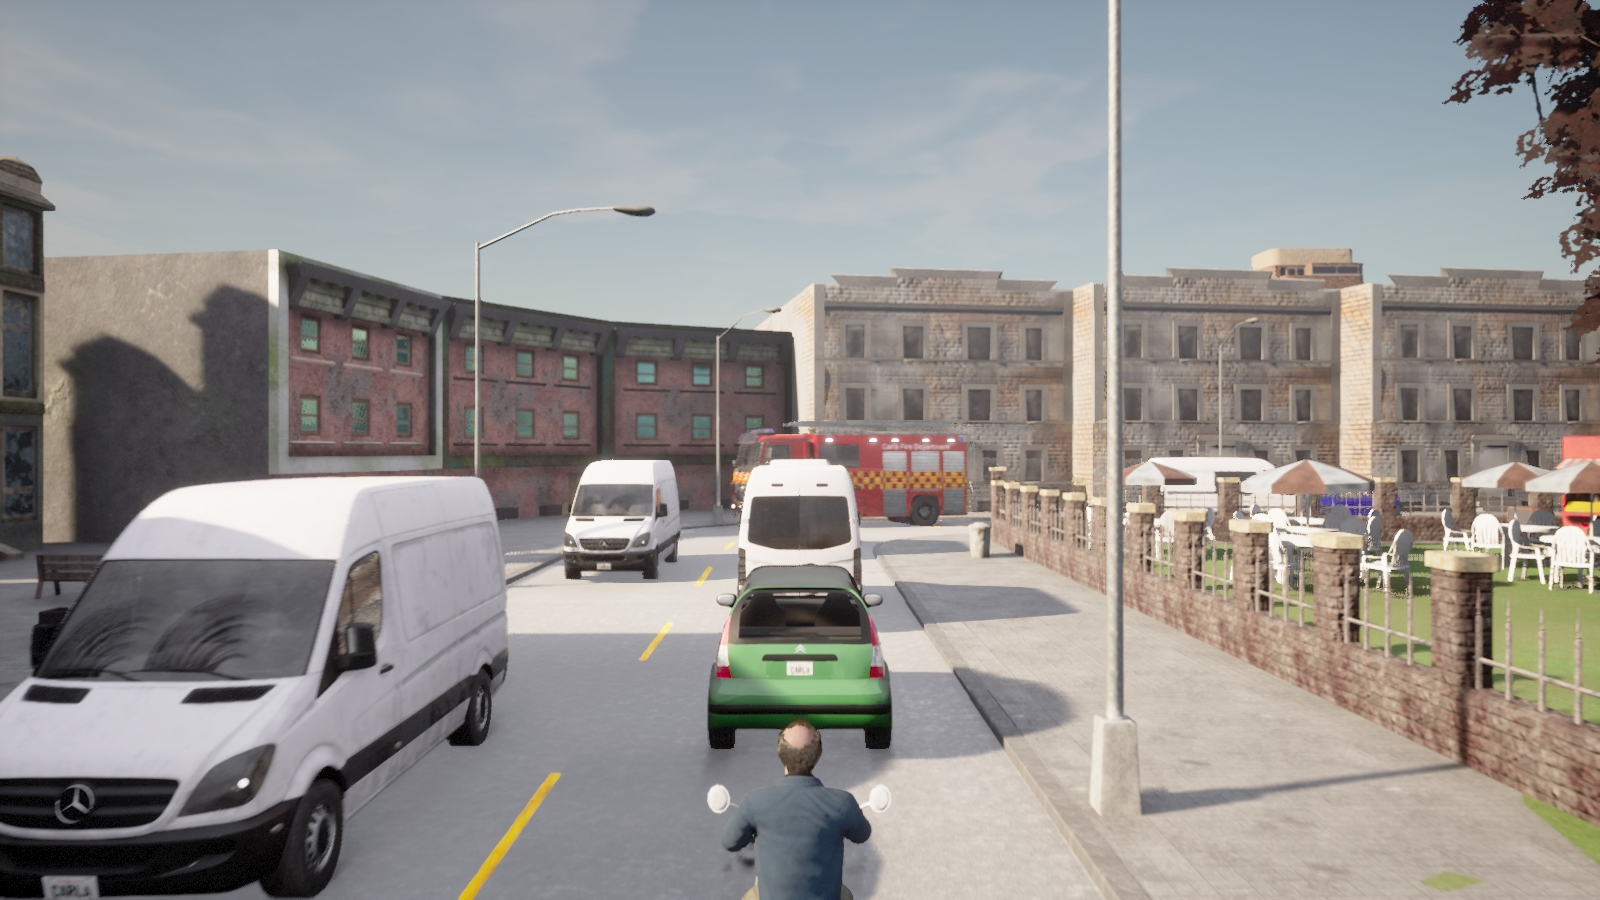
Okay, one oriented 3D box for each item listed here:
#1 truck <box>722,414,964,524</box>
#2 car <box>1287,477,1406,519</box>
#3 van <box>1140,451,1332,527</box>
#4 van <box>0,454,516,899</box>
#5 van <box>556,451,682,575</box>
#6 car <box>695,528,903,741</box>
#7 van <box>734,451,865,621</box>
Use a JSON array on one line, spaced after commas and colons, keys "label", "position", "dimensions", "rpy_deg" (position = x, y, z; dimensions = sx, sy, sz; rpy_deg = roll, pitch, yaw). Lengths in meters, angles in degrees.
[{"label": "truck", "position": [1.597, 0.674, 42.333], "dimensions": [8.468, 3.827, 2.891], "rpy_deg": [0, 0, -18]}, {"label": "car", "position": [20.768, 1.821, 43.529], "dimensions": [3.633, 1.501, 1.845], "rpy_deg": [0, 0, 0]}, {"label": "van", "position": [15.067, 1.316, 39.677], "dimensions": [5.915, 2.561, 1.988], "rpy_deg": [0, 0, 0]}, {"label": "van", "position": [-4.012, 1.316, 9.202], "dimensions": [1.988, 2.561, 5.915], "rpy_deg": [0, 0, 0]}, {"label": "van", "position": [-4.063, 1.316, 26.667], "dimensions": [1.988, 2.561, 5.915], "rpy_deg": [0, 0, 0]}, {"label": "car", "position": [-0.006, 1.780, 12.154], "dimensions": [1.851, 1.617, 3.988], "rpy_deg": [0, 0, 0]}, {"label": "van", "position": [-0.010, 1.316, 20.367], "dimensions": [1.988, 2.561, 5.915], "rpy_deg": [0, 0, 0]}]
